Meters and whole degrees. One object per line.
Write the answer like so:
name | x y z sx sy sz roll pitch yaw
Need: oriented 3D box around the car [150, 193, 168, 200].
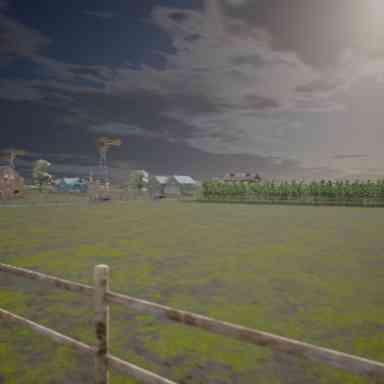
car | -7.097 0.957 72.305 1.812 1.442 4.674 0 0 35

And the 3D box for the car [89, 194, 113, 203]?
car | -16.068 1.169 59.260 2.128 1.511 4.902 0 0 35
